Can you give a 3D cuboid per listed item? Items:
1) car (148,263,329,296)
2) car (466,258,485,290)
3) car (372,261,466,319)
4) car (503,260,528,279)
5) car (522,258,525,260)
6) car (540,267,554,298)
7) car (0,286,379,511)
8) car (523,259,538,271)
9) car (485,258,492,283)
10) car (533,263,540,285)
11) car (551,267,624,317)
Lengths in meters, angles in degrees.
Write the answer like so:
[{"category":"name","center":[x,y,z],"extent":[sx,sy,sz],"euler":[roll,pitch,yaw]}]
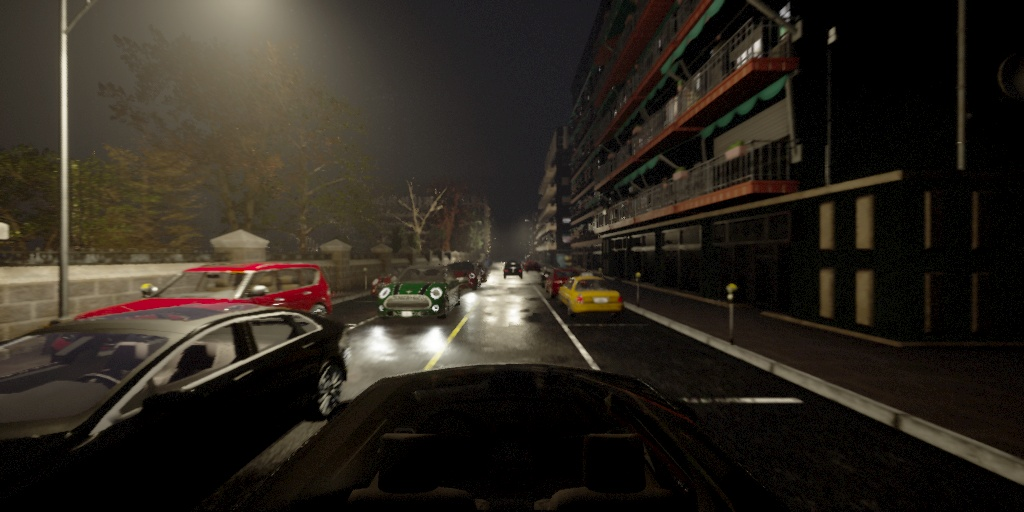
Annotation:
[{"category":"car","center":[-5.690,1.076,7.439],"extent":[2.192,1.841,5.009],"euler":[0,0,0]},{"category":"car","center":[-3.092,1.147,22.606],"extent":[2.097,1.767,4.553],"euler":[0,0,0]},{"category":"car","center":[-3.100,1.125,12.837],"extent":[2.097,1.767,4.553],"euler":[0,0,0]},{"category":"car","center":[0.095,1.369,33.878],"extent":[2.033,1.411,5.357],"euler":[0,0,-1]},{"category":"car","center":[2.689,1.411,51.721],"extent":[1.888,1.381,4.507],"euler":[0,0,0]},{"category":"car","center":[2.690,1.331,18.510],"extent":[1.888,1.381,4.507],"euler":[0,0,0]},{"category":"car","center":[-3.107,1.245,3.007],"extent":[2.128,1.511,4.902],"euler":[0,0,-1]},{"category":"car","center":[2.689,1.396,46.186],"extent":[1.888,1.381,4.507],"euler":[0,0,0]},{"category":"car","center":[-3.001,1.226,28.180],"extent":[2.097,1.767,4.553],"euler":[0,0,0]},{"category":"car","center":[2.690,1.349,24.046],"extent":[2.007,1.370,4.403],"euler":[0,0,0]},{"category":"car","center":[2.690,1.299,13.145],"extent":[1.751,1.417,4.829],"euler":[0,0,0]}]
